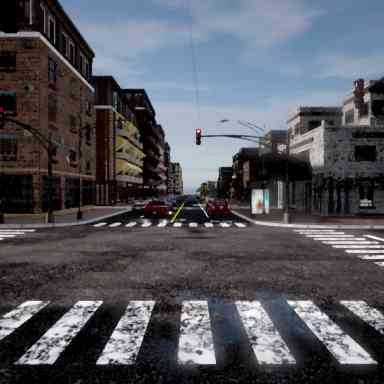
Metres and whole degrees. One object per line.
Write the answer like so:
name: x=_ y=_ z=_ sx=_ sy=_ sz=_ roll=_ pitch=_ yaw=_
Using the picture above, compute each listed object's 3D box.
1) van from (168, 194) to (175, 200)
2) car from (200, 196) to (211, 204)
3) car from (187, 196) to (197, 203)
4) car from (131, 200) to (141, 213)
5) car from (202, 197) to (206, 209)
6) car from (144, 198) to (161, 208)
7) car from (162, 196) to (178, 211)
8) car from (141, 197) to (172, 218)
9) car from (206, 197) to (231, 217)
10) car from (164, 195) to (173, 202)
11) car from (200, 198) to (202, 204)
van: x=-5.873 y=1.430 z=94.485 sx=1.690 sy=1.788 sz=3.998 roll=-1 pitch=0 yaw=0
car: x=2.563 y=1.591 z=66.030 sx=2.008 sy=1.369 sz=4.403 roll=-1 pitch=0 yaw=0
car: x=-0.041 y=1.593 z=70.303 sx=2.033 sy=1.411 sz=5.357 roll=0 pitch=0 yaw=0
car: x=-5.765 y=1.561 z=37.518 sx=2.008 sy=1.369 sz=4.403 roll=0 pitch=0 yaw=0
car: x=2.605 y=1.597 z=43.243 sx=1.802 sy=1.307 sz=4.206 roll=0 pitch=0 yaw=0
car: x=-5.786 y=1.571 z=48.912 sx=2.008 sy=1.369 sz=4.403 roll=0 pitch=0 yaw=0
car: x=-3.170 y=1.560 z=40.965 sx=2.033 sy=1.411 sz=5.357 roll=0 pitch=0 yaw=0
car: x=-3.154 y=1.483 z=30.634 sx=1.882 sy=1.535 sz=5.008 roll=0 pitch=0 yaw=0
car: x=2.625 y=1.446 z=31.849 sx=1.967 sy=1.590 sz=4.097 roll=0 pitch=0 yaw=0
car: x=-5.850 y=1.592 z=82.921 sx=1.752 sy=1.417 sz=4.829 roll=-1 pitch=0 yaw=0
car: x=2.594 y=1.571 z=48.940 sx=2.008 sy=1.369 sz=4.403 roll=0 pitch=0 yaw=0
